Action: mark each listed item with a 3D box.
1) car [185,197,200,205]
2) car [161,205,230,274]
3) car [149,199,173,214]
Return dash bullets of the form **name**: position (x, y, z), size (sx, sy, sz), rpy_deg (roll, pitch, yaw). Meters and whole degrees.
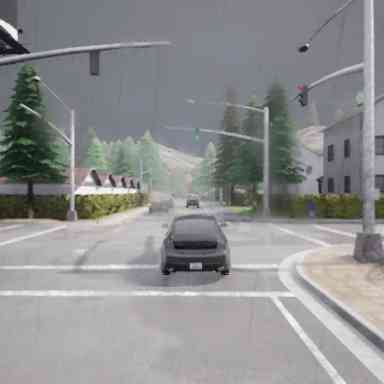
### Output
- **car**: position (0.094, 1.581, 50.642), size (1.837, 1.490, 4.892), rpy_deg (0, 0, 0)
- **car**: position (0.089, 1.449, 10.495), size (1.837, 1.490, 4.892), rpy_deg (-1, 3, 0)
- **car**: position (-3.505, 1.619, 36.409), size (1.994, 1.385, 4.181), rpy_deg (0, 0, 0)
